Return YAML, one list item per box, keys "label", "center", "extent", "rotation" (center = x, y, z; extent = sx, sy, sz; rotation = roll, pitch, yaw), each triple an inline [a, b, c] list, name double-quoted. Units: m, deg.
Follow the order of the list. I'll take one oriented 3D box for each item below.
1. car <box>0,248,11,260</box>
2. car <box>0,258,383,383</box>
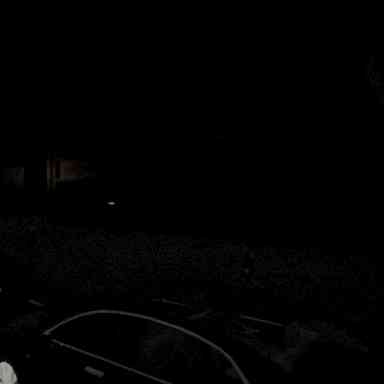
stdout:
- label: "car"
  center: [-4.849, 1.571, 6.426]
  extent: [4.313, 1.339, 1.947]
  rotation: [0, 0, 36]
- label: "car"
  center: [-0.261, 1.552, 3.153]
  extent: [4.403, 1.369, 2.008]
  rotation: [0, 0, 36]
